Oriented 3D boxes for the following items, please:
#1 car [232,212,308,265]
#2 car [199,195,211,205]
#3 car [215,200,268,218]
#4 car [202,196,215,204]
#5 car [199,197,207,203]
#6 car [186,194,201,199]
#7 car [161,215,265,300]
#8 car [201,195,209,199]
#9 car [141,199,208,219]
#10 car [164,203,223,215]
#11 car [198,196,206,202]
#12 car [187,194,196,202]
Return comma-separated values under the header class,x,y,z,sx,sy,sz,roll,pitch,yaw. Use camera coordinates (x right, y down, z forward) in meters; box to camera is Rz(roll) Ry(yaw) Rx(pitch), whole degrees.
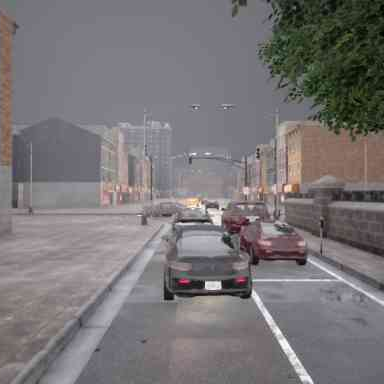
class,x,y,z,sx,sy,sz,roll,pitch,yaw
car,2.625,1.586,11.353,1.802,1.307,4.206,1,0,0
car,2.533,1.432,64.982,2.192,1.841,5.009,1,0,0
car,2.619,1.324,16.802,2.192,1.841,5.009,1,0,0
car,2.569,1.599,43.232,1.887,1.381,4.507,1,0,0
car,2.512,1.739,75.856,1.802,1.307,4.206,0,0,0
car,0.008,1.436,54.718,2.097,1.767,4.553,0,0,0
car,0.221,1.528,8.311,1.812,1.442,4.674,0,0,-4
car,2.541,1.644,59.544,1.887,1.381,4.507,1,0,0
car,-1.584,1.573,28.394,5.357,1.411,2.033,0,0,0
car,0.050,1.500,15.687,2.128,1.511,4.902,0,0,0
car,2.493,1.753,86.731,2.008,1.369,4.403,0,0,0
car,-0.141,1.404,81.245,2.150,2.045,5.566,0,0,0
